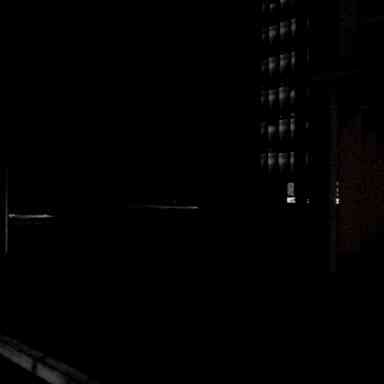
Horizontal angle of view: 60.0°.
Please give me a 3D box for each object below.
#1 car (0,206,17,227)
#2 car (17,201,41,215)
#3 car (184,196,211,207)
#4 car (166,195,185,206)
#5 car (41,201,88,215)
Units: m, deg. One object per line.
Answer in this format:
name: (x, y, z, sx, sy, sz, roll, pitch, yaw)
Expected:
car: (-14.916, 1.670, 22.292, 1.882, 1.535, 5.008, 0, 0, 36)
car: (-16.872, 1.646, 35.611, 1.994, 1.385, 4.181, 1, 1, 38)
car: (1.279, 1.602, 53.312, 1.812, 1.442, 4.674, 1, 0, 39)
car: (-2.134, 1.398, 54.243, 2.097, 1.767, 4.553, 1, 1, 39)
car: (-13.166, 1.675, 35.064, 1.994, 1.385, 4.181, 1, 1, 38)
